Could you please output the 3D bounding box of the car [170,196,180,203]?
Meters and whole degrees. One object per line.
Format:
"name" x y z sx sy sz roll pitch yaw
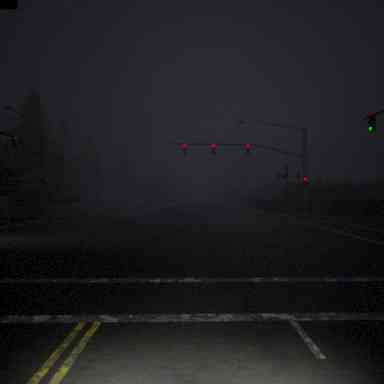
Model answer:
"car" -3.482 1.520 68.944 1.812 1.442 4.674 0 0 0
